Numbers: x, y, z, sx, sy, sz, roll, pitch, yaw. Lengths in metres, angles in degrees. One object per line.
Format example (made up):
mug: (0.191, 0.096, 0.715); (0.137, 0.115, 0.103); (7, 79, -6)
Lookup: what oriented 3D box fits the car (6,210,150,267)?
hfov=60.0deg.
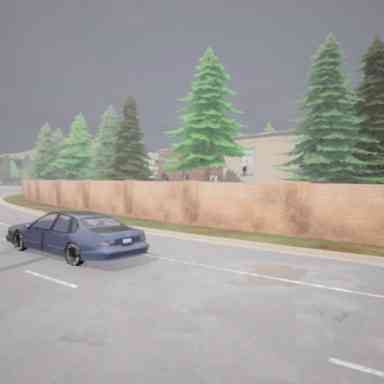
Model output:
car: (-3.769, 1.291, 10.513); (5.357, 1.411, 2.033); (2, 1, 37)
